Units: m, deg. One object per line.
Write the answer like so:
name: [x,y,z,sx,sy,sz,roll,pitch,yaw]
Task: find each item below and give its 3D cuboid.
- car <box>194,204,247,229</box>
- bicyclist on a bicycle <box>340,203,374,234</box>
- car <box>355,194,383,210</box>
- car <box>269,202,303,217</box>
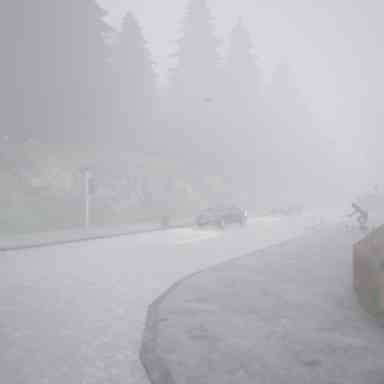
car: [2.049,1.582,22.704,1.837,1.490,4.892,0,0,35]
bicyclist on a bicycle: [8.739,1.399,17.621,1.656,1.620,0.582,-1,0,35]
car: [24.127,1.341,44.172,5.566,2.045,2.150,1,-1,-28]
car: [9.368,1.704,33.058,1.895,1.301,4.718,0,0,35]
